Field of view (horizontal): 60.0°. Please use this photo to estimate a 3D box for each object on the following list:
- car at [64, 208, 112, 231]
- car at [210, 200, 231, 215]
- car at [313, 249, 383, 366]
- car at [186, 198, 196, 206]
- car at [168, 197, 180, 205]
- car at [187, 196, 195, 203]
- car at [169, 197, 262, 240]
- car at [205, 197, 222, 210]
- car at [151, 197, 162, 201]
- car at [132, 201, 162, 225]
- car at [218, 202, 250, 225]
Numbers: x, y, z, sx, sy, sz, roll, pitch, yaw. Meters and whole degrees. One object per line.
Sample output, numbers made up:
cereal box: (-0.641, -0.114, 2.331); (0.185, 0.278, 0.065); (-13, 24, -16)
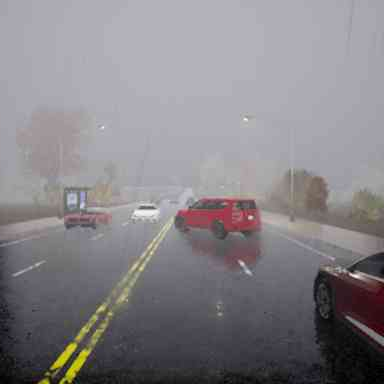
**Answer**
car: (-6.661, 1.709, 21.703); (1.895, 1.301, 4.718); (0, 0, 0)
car: (3.120, 1.681, 37.331); (1.837, 1.490, 4.892); (0, 0, 0)
car: (3.246, 1.454, 4.316); (2.033, 1.649, 4.856); (0, 0, 0)
car: (-0.191, 1.801, 62.439); (1.812, 1.442, 4.674); (0, 0, 0)
car: (-3.522, 1.836, 66.681); (2.033, 1.411, 5.357); (0, 0, 0)
car: (-0.310, 1.797, 77.527); (1.882, 1.535, 5.008); (0, 0, 0)
car: (1.241, 1.313, 18.028); (2.150, 2.045, 5.566); (0, 0, -35)
car: (3.071, 1.574, 48.302); (2.097, 1.767, 4.553); (0, 0, 0)
car: (-6.793, 1.770, 63.489); (2.128, 1.511, 4.902); (0, 0, 0)
car: (-3.427, 1.652, 25.680); (1.812, 1.442, 4.674); (0, 0, 0)
car: (3.170, 1.606, 26.331); (1.882, 1.535, 5.008); (0, 0, 0)
